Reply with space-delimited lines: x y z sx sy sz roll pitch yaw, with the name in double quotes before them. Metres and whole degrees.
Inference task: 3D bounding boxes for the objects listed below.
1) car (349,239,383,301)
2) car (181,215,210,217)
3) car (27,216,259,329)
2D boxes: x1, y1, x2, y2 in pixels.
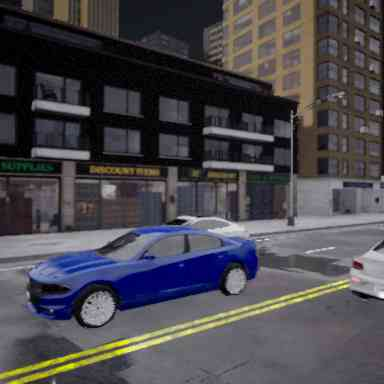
"car" 5.214 1.561 7.159 4.674 1.442 1.812 0 0 -36
"car" -0.015 1.554 11.656 4.674 1.442 1.812 0 0 -35
"car" -0.759 1.492 7.135 5.008 1.535 1.882 0 0 -35
